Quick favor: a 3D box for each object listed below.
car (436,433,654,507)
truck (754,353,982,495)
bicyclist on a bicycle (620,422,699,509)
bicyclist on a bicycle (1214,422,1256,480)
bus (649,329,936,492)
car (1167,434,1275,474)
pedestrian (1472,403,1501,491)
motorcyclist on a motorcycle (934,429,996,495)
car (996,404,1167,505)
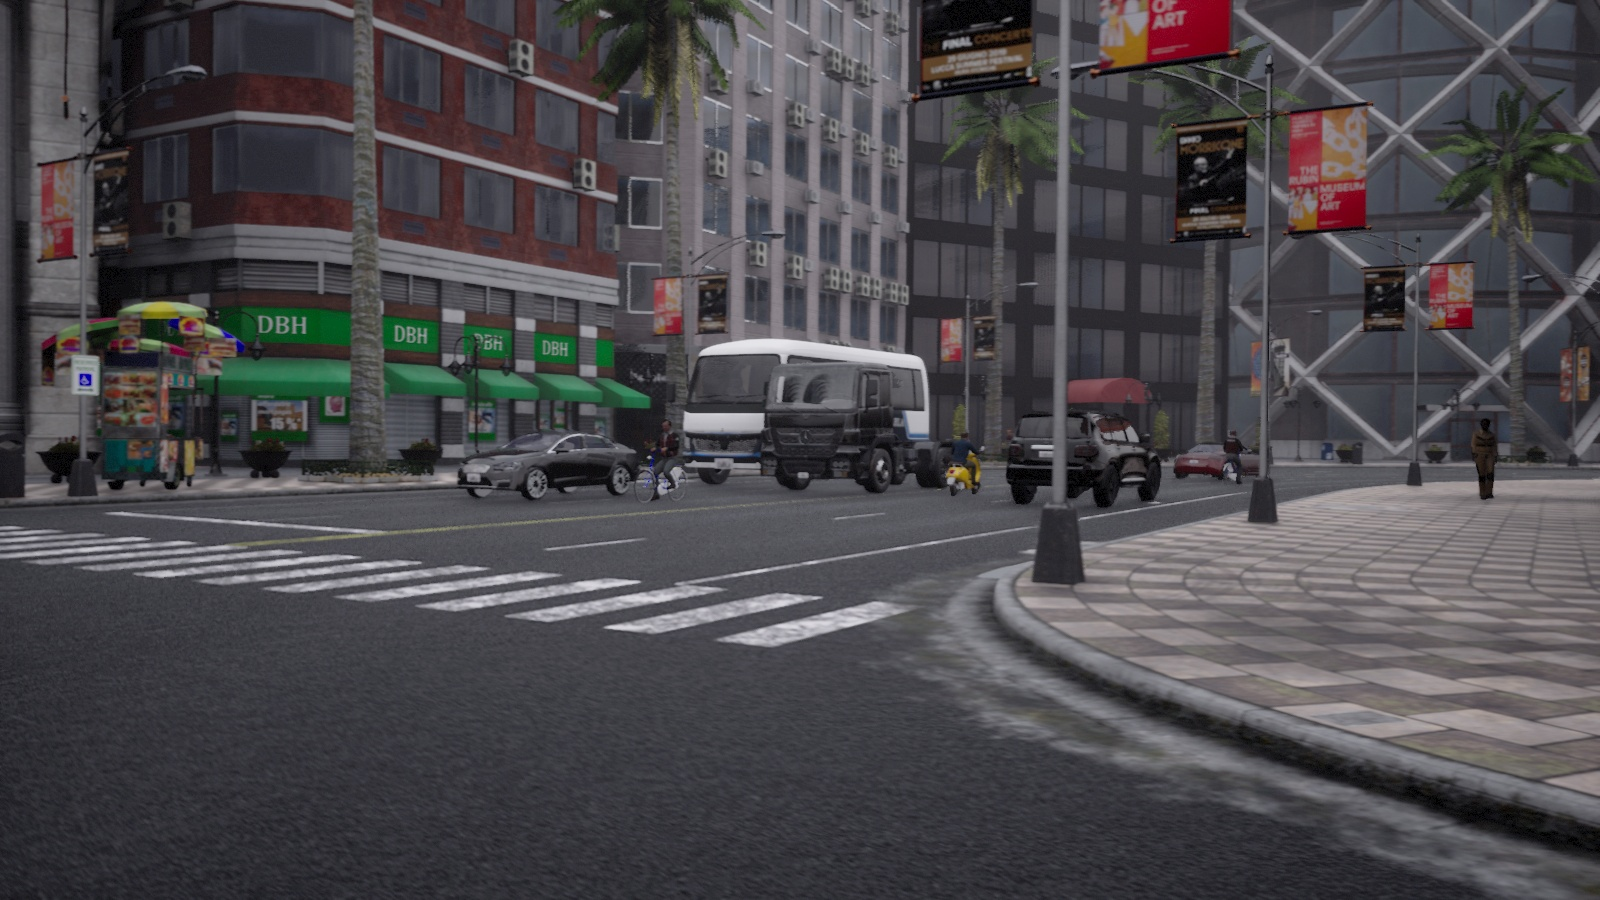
[{"bbox_3d":[-5.664,0.384,28.590,2.128,1.511,4.902,0,1,30],"label":"car"},{"bbox_3d":[2.121,-0.691,34.753,2.891,3.462,7.936,0,1,31],"label":"truck"},{"bbox_3d":[-2.935,0.304,26.402,0.659,1.776,1.843,0,1,30],"label":"bicyclist on a bicycle"},{"bbox_3d":[13.558,0.017,39.125,0.659,1.776,1.843,1,1,39],"label":"bicyclist on a bicycle"},{"bbox_3d":[0.152,-1.113,38.289,3.944,4.253,10.273,0,1,31],"label":"bus"},{"bbox_3d":[15.530,0.108,46.198,4.181,1.385,1.994,-1,1,-43],"label":"car"},{"bbox_3d":[15.274,-0.074,27.955,0.396,1.930,0.692,0,1,14],"label":"pedestrian"},{"bbox_3d":[4.129,0.270,31.314,0.866,1.590,1.817,0,1,31],"label":"motorcyclist on a motorcycle"},{"bbox_3d":[6.517,0.051,28.484,2.150,2.045,5.566,0,1,31],"label":"car"}]
